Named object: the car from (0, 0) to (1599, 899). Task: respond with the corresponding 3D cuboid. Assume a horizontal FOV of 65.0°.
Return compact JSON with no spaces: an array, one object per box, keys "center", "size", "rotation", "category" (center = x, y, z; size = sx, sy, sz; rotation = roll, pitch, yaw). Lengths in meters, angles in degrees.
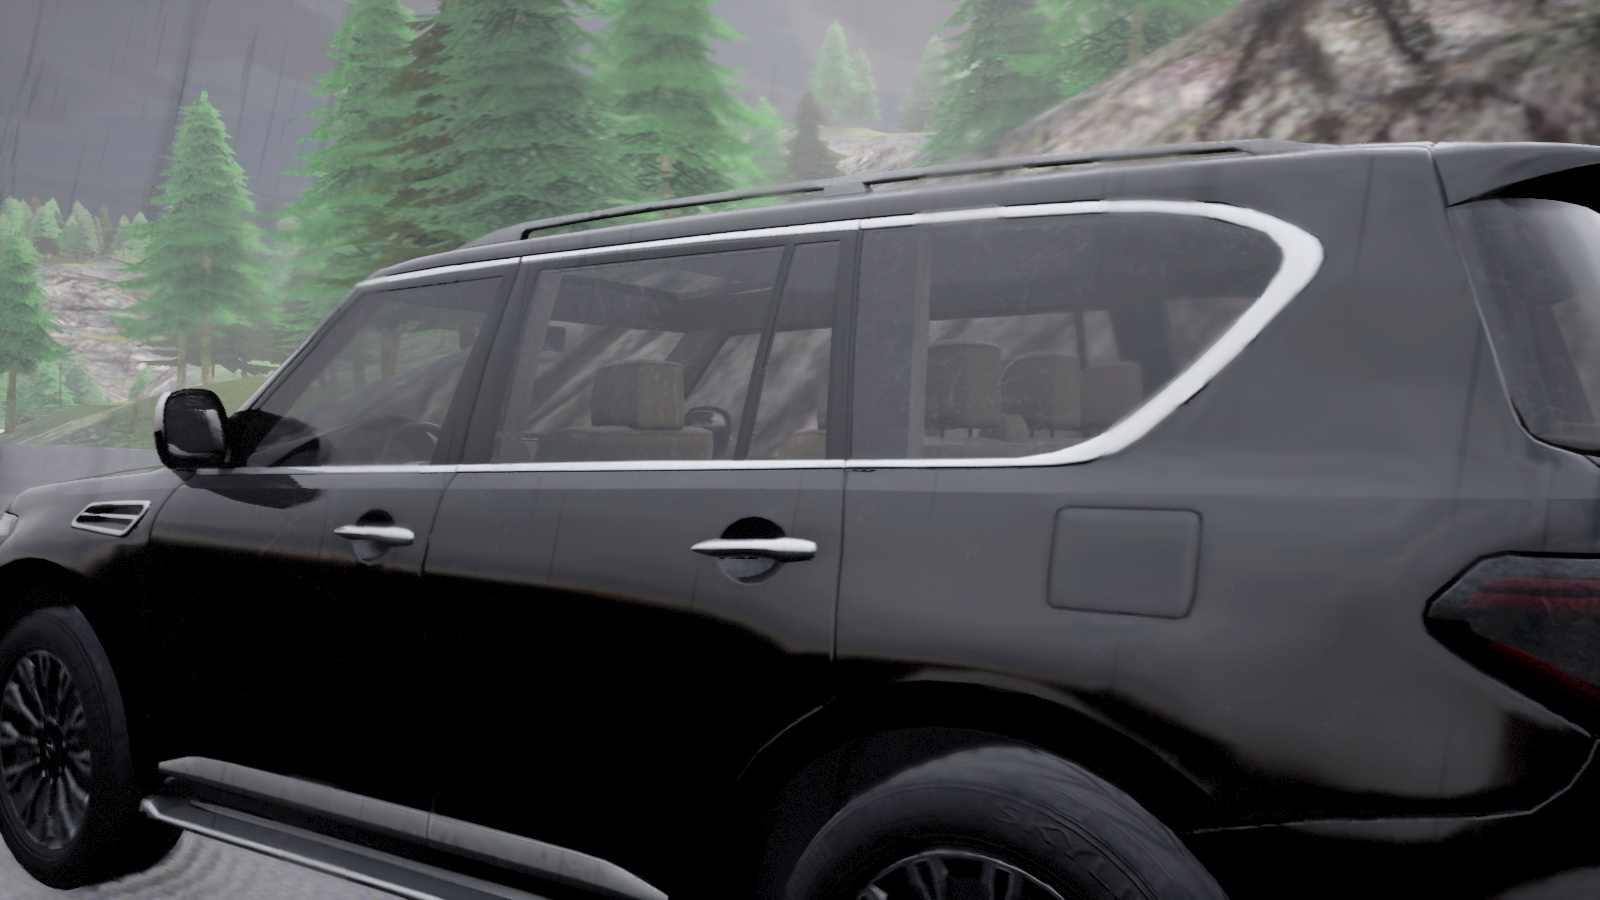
[{"center":[-0.334,0.408,3.850],"size":[5.566,2.045,2.150],"rotation":[0,1,34],"category":"car"}]
